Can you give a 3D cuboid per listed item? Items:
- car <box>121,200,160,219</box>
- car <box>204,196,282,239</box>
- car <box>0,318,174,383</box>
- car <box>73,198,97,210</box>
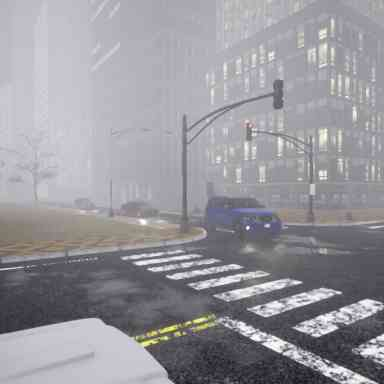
[{"bbox_3d":[-4.710,1.484,29.878,1.882,1.535,5.008,0,1,-35],"label":"car"},{"bbox_3d":[2.520,1.229,18.047,2.150,2.045,5.566,1,0,-21],"label":"car"},{"bbox_3d":[-2.297,1.601,1.804,4.718,1.301,1.895,0,0,-36],"label":"car"},{"bbox_3d":[-13.882,1.508,42.884,1.837,1.490,4.892,0,0,-35],"label":"car"}]
